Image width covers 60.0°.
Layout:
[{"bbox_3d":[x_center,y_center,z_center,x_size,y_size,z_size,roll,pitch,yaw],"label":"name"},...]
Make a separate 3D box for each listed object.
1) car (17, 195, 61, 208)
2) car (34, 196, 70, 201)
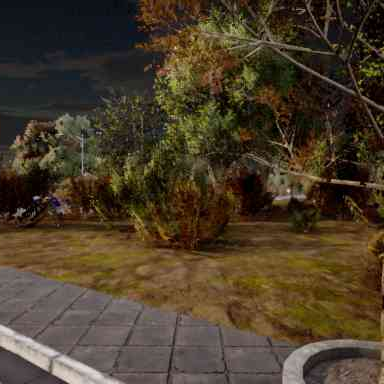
[{"bbox_3d":[-20.030,1.224,43.825,1.882,1.535,5.008,0,0,32],"label":"car"},{"bbox_3d":[-17.513,1.249,41.250,1.882,1.535,5.008,0,0,32],"label":"car"}]
